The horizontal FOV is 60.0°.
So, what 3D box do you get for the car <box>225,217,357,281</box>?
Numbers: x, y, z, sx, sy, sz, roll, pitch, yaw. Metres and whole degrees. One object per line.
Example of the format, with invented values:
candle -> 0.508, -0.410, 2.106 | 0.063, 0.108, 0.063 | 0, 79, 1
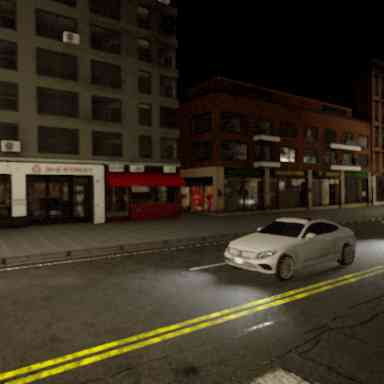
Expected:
car -> 3.091, 1.487, 9.888 | 4.674, 1.442, 1.812 | 0, 0, -36
